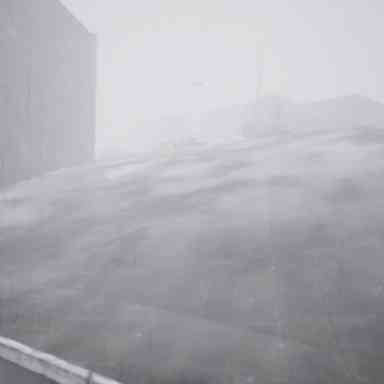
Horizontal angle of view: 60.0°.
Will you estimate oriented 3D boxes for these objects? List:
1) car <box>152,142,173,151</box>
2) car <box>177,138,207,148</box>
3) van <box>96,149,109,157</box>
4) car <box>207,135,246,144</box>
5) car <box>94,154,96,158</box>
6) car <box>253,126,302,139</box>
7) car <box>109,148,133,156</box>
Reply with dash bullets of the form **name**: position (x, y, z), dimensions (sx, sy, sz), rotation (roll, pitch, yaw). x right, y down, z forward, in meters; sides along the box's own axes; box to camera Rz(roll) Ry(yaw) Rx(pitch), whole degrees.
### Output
- **car**: position (-3.063, -5.449, 41.795), dimensions (2.185, 1.767, 4.553), rotation (0, 2, -40)
- **car**: position (0.451, -5.279, 37.541), dimensions (2.185, 1.767, 4.553), rotation (0, 2, -40)
- **van**: position (-13.510, -6.029, 54.443), dimensions (1.878, 1.987, 4.442), rotation (0, 1, -40)
- **car**: position (4.061, -4.935, 33.170), dimensions (2.002, 1.452, 4.674), rotation (0, 2, -40)
- **car**: position (-17.107, -5.918, 58.797), dimensions (2.002, 1.452, 4.674), rotation (0, 1, -40)
- **car**: position (7.561, -4.928, 28.934), dimensions (2.185, 1.767, 4.553), rotation (0, 2, -40)
- **car**: position (-10.079, -5.649, 50.287), dimensions (2.231, 1.521, 4.892), rotation (0, 1, -40)
